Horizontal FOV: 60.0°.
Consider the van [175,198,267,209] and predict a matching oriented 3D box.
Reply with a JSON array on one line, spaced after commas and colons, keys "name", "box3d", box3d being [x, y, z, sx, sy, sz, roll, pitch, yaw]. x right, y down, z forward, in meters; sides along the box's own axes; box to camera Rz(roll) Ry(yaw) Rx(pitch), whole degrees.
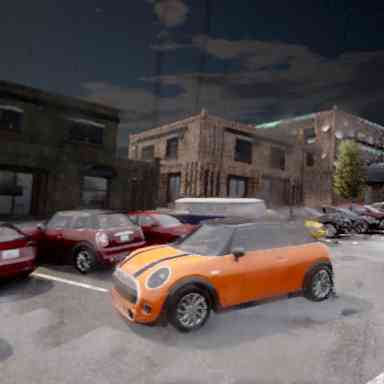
[{"name": "van", "box3d": [0.951, 1.253, 14.224, 4.442, 1.987, 1.878, -1, -1, 34]}]

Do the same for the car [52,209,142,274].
[{"name": "car", "box3d": [-3.672, 1.348, 10.643, 4.553, 1.767, 2.185, -1, -1, 34]}]

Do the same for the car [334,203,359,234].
[{"name": "car", "box3d": [5.781, 1.482, 17.637, 5.008, 1.535, 2.097, -1, -1, 34]}]

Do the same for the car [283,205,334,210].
[{"name": "car", "box3d": [3.573, 1.474, 15.791, 5.366, 1.575, 1.946, -1, -1, 34]}]

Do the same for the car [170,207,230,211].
[{"name": "car", "box3d": [-1.323, 1.476, 12.418, 5.008, 1.535, 2.097, -1, -1, 34]}]

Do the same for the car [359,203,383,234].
[{"name": "car", "box3d": [8.180, 1.513, 19.347, 4.792, 1.488, 2.163, -1, -1, 34]}]

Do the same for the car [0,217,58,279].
[{"name": "car", "box3d": [-6.094, 1.502, 8.924, 4.792, 1.488, 2.163, -1, -1, 34]}]

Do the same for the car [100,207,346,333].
[{"name": "car", "box3d": [0.719, 1.355, 6.842, 4.553, 1.767, 2.097, 0, 0, -29]}]
